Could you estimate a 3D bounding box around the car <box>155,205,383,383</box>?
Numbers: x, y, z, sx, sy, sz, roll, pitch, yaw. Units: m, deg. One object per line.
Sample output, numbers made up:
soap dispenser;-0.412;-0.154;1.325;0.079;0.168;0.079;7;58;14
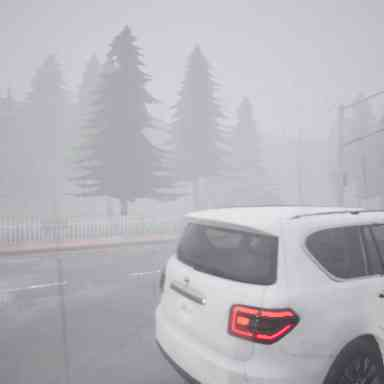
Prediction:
car;2.232;1.218;4.612;5.566;2.045;2.150;0;0;-31
